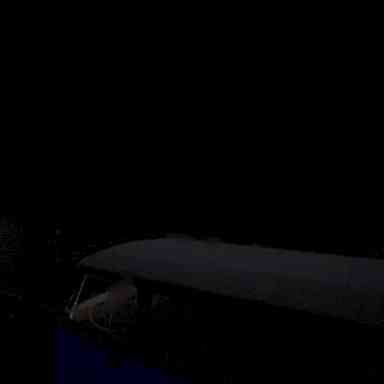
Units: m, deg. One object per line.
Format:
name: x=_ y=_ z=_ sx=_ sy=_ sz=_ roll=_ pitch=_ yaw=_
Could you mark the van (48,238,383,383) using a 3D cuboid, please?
van: x=0.640 y=1.341 z=2.388 sx=3.998 sy=1.788 sz=1.690 roll=0 pitch=0 yaw=36
